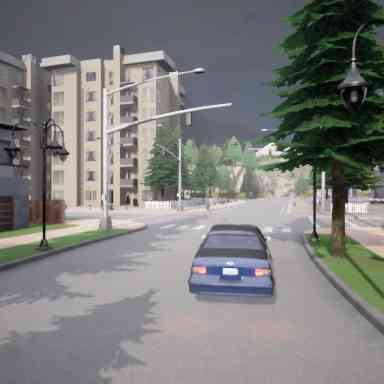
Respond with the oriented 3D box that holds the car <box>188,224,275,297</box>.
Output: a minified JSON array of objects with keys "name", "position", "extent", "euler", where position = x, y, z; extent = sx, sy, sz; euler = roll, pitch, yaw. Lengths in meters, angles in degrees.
[{"name":"car","position":[1.131,1.556,8.792],"extent":[2.033,1.411,5.357],"euler":[0,0,9]}]
